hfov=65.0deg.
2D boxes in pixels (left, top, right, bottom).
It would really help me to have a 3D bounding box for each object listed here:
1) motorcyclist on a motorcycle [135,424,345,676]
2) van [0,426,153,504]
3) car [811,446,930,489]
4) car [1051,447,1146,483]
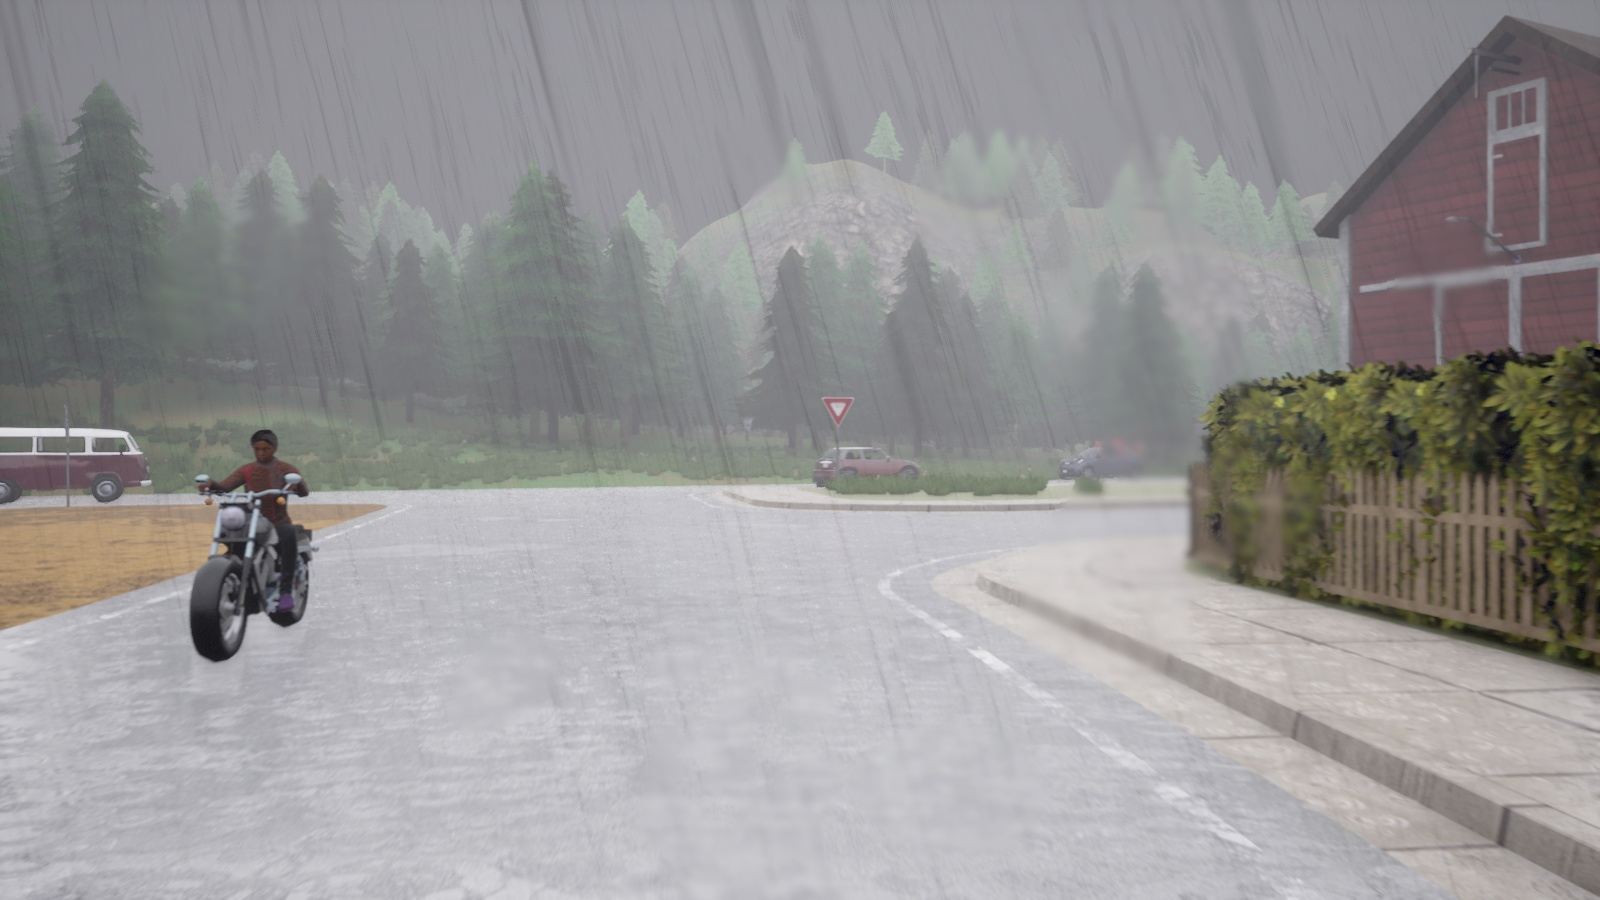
[{"bbox_3d":[-4.095,0.644,9.406,0.766,1.649,2.350,0,0,-7],"label":"motorcyclist on a motorcycle"},{"bbox_3d":[-20.113,0.381,34.105,4.480,2.038,2.069,0,0,-26],"label":"van"},{"bbox_3d":[2.552,0.603,45.107,3.806,1.475,1.970,0,0,-30],"label":"car"},{"bbox_3d":[12.871,0.636,54.098,3.633,1.501,1.845,0,0,-26],"label":"car"}]
